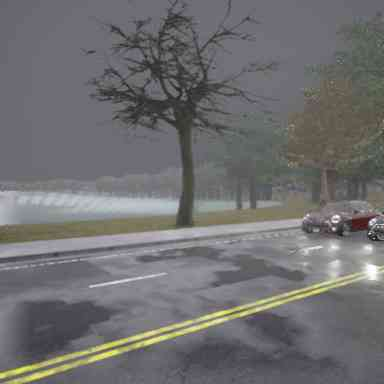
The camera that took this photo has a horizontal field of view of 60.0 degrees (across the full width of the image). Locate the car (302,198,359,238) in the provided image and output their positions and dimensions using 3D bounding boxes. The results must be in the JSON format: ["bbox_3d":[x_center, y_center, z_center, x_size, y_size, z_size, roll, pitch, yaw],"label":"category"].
[{"bbox_3d":[7.766,1.246,17.209,4.553,1.767,2.097,-1,0,-35],"label":"car"}]

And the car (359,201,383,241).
[{"bbox_3d":[9.657,1.246,14.565,4.553,1.767,2.097,-1,0,-35],"label":"car"}]
